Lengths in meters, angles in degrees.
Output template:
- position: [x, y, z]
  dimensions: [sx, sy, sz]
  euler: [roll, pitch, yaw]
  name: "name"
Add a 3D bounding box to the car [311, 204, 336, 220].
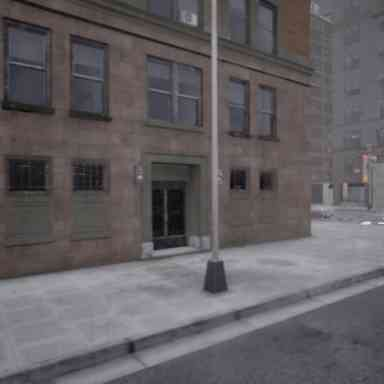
- position: [9.053, 1.490, 26.980]
  dimensions: [1.895, 1.301, 4.718]
  euler: [-1, 0, -35]
  name: "car"
